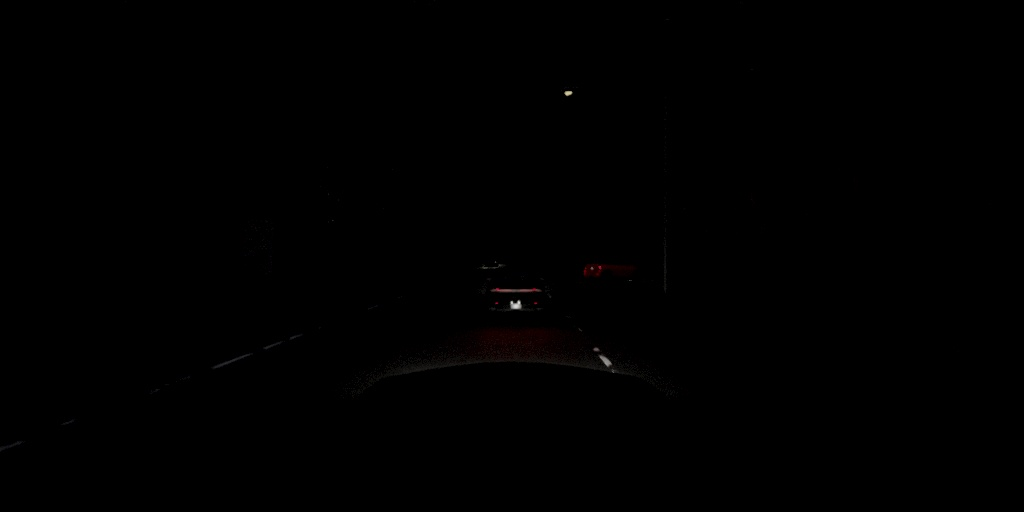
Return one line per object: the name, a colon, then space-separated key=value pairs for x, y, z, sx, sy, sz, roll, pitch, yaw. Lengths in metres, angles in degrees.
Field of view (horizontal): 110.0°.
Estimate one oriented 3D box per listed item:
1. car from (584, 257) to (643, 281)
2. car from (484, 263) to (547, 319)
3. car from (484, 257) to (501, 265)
car: x=7.771 y=0.984 z=27.338 sx=4.553 sy=1.767 sz=2.097 roll=2 pitch=-2 yaw=-27
car: x=0.121 y=1.172 z=12.450 sx=2.128 sy=1.511 sz=4.902 roll=0 pitch=0 yaw=0
car: x=-3.433 y=0.876 z=58.758 sx=2.097 sy=1.767 sz=4.553 roll=0 pitch=0 yaw=1
